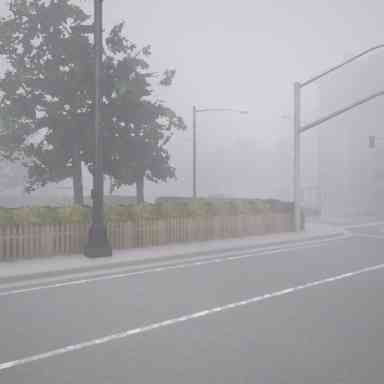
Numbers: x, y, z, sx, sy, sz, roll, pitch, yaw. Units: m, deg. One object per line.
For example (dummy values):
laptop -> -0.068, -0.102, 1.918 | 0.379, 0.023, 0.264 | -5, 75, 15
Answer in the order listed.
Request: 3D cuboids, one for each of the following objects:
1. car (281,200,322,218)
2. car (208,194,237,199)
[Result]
car -> 9.601, 1.491, 30.987 | 1.882, 1.535, 5.008 | 0, 0, -35
car -> 3.911, 1.235, 39.210 | 2.150, 2.045, 5.566 | 0, 0, -35
